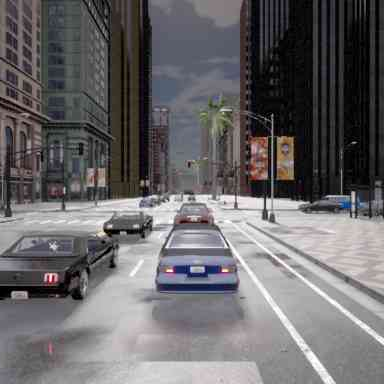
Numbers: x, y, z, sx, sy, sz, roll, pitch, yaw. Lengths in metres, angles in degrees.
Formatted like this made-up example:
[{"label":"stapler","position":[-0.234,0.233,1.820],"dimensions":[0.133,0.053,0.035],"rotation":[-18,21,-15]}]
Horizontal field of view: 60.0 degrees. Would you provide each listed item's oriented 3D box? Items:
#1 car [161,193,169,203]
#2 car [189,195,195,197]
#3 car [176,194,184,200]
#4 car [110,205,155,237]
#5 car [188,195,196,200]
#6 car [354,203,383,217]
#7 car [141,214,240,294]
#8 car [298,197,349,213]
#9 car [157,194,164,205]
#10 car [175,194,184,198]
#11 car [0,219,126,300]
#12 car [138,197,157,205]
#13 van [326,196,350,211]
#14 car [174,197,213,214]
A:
[{"label":"car","position":[-6.524,1.481,69.135],"dimensions":[1.882,1.535,5.008],"rotation":[0,0,0]},{"label":"car","position":[-0.028,1.529,81.237],"dimensions":[1.812,1.442,4.674],"rotation":[0,0,0]},{"label":"car","position":[-3.281,1.316,90.387],"dimensions":[1.882,1.535,5.008],"rotation":[0,0,0]},{"label":"car","position":[-3.160,1.600,17.484],"dimensions":[1.895,1.301,4.718],"rotation":[0,0,0]},{"label":"car","position":[-0.031,1.546,91.458],"dimensions":[2.033,1.411,5.357],"rotation":[0,0,0]},{"label":"car","position":[17.061,1.548,29.596],"dimensions":[4.403,1.369,2.008],"rotation":[0,0,0]},{"label":"car","position":[0.099,1.547,8.945],"dimensions":[2.033,1.411,5.357],"rotation":[0,0,0]},{"label":"car","position":[13.726,1.509,35.454],"dimensions":[4.674,1.442,1.812],"rotation":[0,0,2]},{"label":"car","position":[-6.606,1.566,58.913],"dimensions":[1.994,1.385,4.181],"rotation":[0,0,0]},{"label":"car","position":[-3.278,1.521,80.384],"dimensions":[1.812,1.442,4.674],"rotation":[0,0,0]},{"label":"car","position":[-3.152,1.601,8.317],"dimensions":[1.895,1.301,4.718],"rotation":[0,0,0]},{"label":"car","position":[-6.601,1.527,48.907],"dimensions":[1.812,1.442,4.674],"rotation":[0,0,-1]},{"label":"van","position":[17.054,1.314,38.121],"dimensions":[3.998,1.788,1.690],"rotation":[0,0,0]},{"label":"car","position":[0.114,1.352,18.388],"dimensions":[2.097,1.767,4.553],"rotation":[0,0,0]}]
